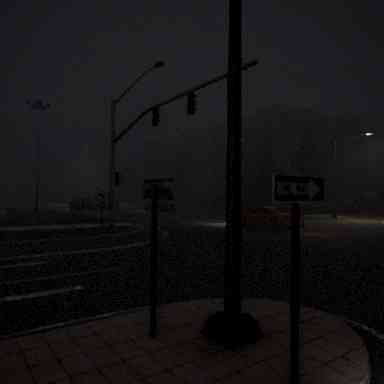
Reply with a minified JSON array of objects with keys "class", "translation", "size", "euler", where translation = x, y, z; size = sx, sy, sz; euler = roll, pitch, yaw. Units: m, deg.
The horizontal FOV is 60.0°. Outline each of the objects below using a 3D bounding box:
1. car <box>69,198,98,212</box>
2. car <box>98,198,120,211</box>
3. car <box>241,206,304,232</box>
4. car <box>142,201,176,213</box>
[{"class":"car","translation":[-14.141,1.512,42.389],"size":[2.097,1.767,4.553],"euler":[1,-1,-36]},{"class":"car","translation":[-11.375,1.556,44.536],"size":[2.097,1.767,4.553],"euler":[1,-1,-36]},{"class":"car","translation":[4.932,1.686,22.032],"size":[1.882,1.535,5.008],"euler":[1,-1,-36]},{"class":"car","translation":[-4.041,1.797,40.376],"size":[2.033,1.411,5.357],"euler":[1,0,-36]}]
